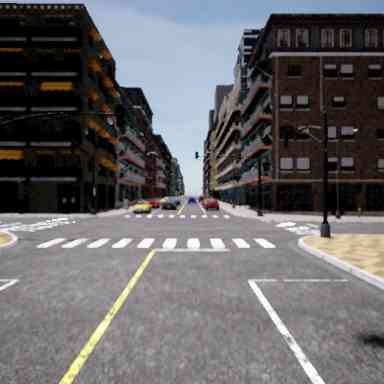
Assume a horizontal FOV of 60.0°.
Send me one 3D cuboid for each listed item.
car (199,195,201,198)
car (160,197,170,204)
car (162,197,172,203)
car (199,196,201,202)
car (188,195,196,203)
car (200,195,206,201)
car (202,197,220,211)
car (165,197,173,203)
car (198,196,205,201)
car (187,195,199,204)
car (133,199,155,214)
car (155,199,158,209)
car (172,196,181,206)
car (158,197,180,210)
[{"bbox_3d":[2.697,1.648,82.788,2.192,1.841,5.009,1,0,0],"label":"car"},{"bbox_3d":[-5.686,1.812,71.583,1.752,1.417,4.829,1,0,0],"label":"car"},{"bbox_3d":[-5.687,1.861,77.277,2.008,1.369,4.403,1,0,0],"label":"car"},{"bbox_3d":[2.695,1.823,60.693,1.802,1.307,4.206,1,0,0],"label":"car"},{"bbox_3d":[-0.003,1.609,80.360,2.097,1.767,4.553,0,0,0],"label":"car"},{"bbox_3d":[2.697,1.637,49.646,1.967,1.590,4.097,1,0,0],"label":"car"},{"bbox_3d":[2.696,1.719,44.122,1.887,1.381,4.507,1,0,0],"label":"car"},{"bbox_3d":[-5.687,1.879,82.800,1.887,1.381,4.507,1,0,0],"label":"car"},{"bbox_3d":[2.694,1.946,93.833,1.947,1.339,4.313,1,0,0],"label":"car"},{"bbox_3d":[-0.002,1.805,70.383,1.812,1.442,4.674,0,0,0],"label":"car"},{"bbox_3d":[-5.684,1.677,38.443,1.752,1.417,4.829,1,0,0],"label":"car"},{"bbox_3d":[-5.685,1.742,49.659,1.887,1.381,4.507,1,0,0],"label":"car"},{"bbox_3d":[-3.031,1.811,62.205,1.994,1.385,4.181,0,0,1],"label":"car"},{"bbox_3d":[-3.083,1.744,45.601,1.994,1.385,4.181,0,0,0],"label":"car"}]
